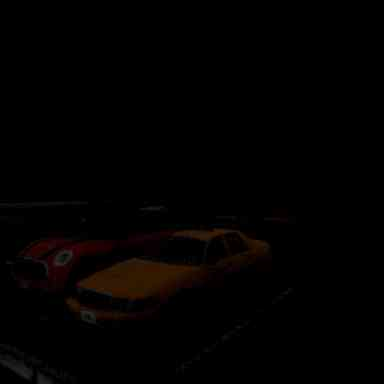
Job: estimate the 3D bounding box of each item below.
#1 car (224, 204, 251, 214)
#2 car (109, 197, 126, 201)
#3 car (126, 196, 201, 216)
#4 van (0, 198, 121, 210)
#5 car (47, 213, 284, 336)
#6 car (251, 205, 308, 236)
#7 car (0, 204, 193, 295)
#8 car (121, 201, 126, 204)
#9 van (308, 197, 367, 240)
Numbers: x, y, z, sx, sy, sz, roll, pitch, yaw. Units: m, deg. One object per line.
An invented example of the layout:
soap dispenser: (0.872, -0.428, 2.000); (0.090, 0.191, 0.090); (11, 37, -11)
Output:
car: (3.281, 1.512, 20.172); (1.946, 1.575, 5.366); (-1, 0, 35)
car: (-6.037, 1.418, 26.357); (2.435, 2.045, 5.566); (-1, -1, 35)
car: (-1.538, 1.326, 23.260); (2.435, 2.045, 5.566); (-1, -1, 35)
van: (-4.703, 1.300, 10.696); (1.878, 1.987, 4.442); (-1, 0, 35)
car: (0.017, 1.482, 7.050); (1.946, 1.575, 5.366); (0, 0, 35)
car: (5.466, 1.493, 18.653); (1.946, 1.575, 5.366); (0, 0, 35)
car: (-2.256, 1.373, 8.893); (2.185, 1.767, 4.553); (0, 0, 35)
car: (-3.822, 1.624, 24.859); (2.231, 1.521, 4.892); (-1, -1, 35)
van: (7.588, 1.257, 16.811); (1.878, 1.987, 4.442); (0, 0, 35)
